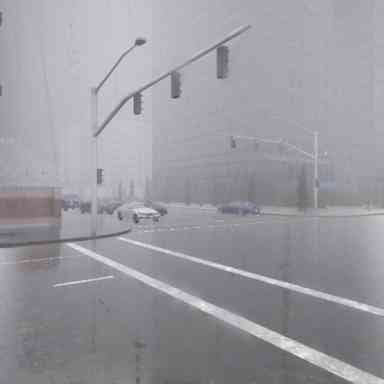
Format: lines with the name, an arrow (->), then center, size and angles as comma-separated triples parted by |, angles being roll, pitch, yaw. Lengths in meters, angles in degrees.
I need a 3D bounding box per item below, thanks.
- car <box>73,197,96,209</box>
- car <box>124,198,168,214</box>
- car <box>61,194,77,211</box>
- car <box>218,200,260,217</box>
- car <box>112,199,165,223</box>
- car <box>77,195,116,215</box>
car -> -15.419, 1.526, 47.450 | 1.812, 1.442, 4.674 | 0, 0, -35
car -> -4.404, 1.547, 32.061 | 2.033, 1.411, 5.357 | 0, 0, -36
car -> -15.121, 1.221, 41.007 | 2.150, 2.045, 5.566 | 0, 0, -36
car -> 4.469, 1.526, 31.874 | 1.812, 1.442, 4.674 | 0, 0, -35
car -> -4.292, 1.526, 25.899 | 1.812, 1.442, 4.674 | 0, 0, -36
car -> -9.521, 1.352, 33.195 | 2.097, 1.767, 4.553 | 0, 0, -36
